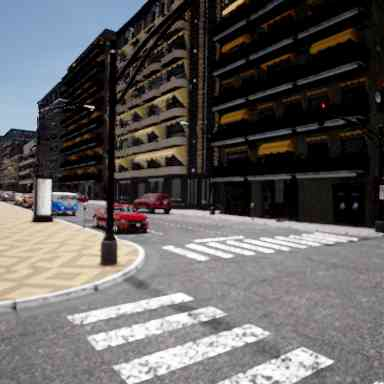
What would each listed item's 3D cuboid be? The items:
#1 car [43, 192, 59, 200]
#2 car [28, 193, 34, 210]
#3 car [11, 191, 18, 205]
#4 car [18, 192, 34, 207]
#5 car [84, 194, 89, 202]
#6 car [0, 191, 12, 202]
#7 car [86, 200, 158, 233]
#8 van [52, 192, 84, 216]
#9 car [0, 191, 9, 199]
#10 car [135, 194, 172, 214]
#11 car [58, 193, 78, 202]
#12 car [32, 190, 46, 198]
[{"bbox_3d":[-27.215,0.688,64.215,1.752,1.417,4.829,2,-1,-36],"label":"car"},{"bbox_3d":[-13.912,1.070,31.698,1.887,1.381,4.507,3,-1,-36],"label":"car"},{"bbox_3d":[-20.469,0.878,40.708,1.752,1.417,4.829,3,-1,-36],"label":"car"},{"bbox_3d":[-17.240,0.982,36.271,1.887,1.381,4.507,3,-1,-36],"label":"car"},{"bbox_3d":[-17.125,0.869,50.357,1.967,1.590,4.097,2,-1,-36],"label":"car"},{"bbox_3d":[-27.222,0.614,49.993,1.967,1.590,4.097,3,-1,-36],"label":"car"},{"bbox_3d":[-3.926,1.335,17.978,1.887,1.381,4.507,3,-1,-36],"label":"car"},{"bbox_3d":[-10.575,0.955,27.126,1.690,1.788,3.998,3,-1,-36],"label":"van"},{"bbox_3d":[-33.884,0.543,59.139,1.887,1.381,4.507,3,-1,-36],"label":"car"},{"bbox_3d":[-3.806,1.096,32.064,2.192,1.841,5.009,2,-1,-36],"label":"car"},{"bbox_3d":[-20.458,0.907,54.929,1.947,1.339,4.313,2,-1,-36],"label":"car"},{"bbox_3d":[-33.769,0.430,73.225,1.967,1.590,4.097,2,-1,-36],"label":"car"}]
